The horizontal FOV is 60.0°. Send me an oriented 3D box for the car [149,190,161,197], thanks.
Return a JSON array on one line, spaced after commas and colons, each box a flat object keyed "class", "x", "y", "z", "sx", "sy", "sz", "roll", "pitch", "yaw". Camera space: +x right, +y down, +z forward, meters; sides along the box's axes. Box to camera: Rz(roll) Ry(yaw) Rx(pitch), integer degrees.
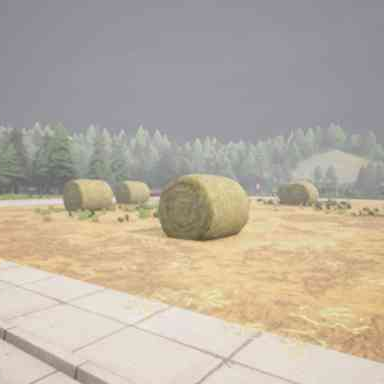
[{"class": "car", "x": -7.755, "y": 0.343, "z": 62.669, "sx": 1.812, "sy": 1.442, "sz": 4.674, "roll": 1, "pitch": 1, "yaw": 37}]
